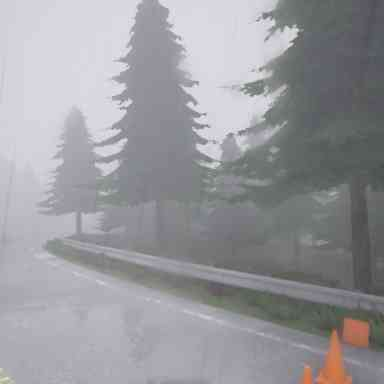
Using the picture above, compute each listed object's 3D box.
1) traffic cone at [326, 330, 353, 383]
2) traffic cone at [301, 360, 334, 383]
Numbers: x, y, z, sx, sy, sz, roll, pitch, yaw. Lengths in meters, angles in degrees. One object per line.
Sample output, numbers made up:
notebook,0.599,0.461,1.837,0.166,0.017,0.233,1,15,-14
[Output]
traffic cone,1.687,1.941,3.941,0.340,0.580,0.340,1,1,37
traffic cone,1.088,1.941,3.144,0.340,0.580,0.340,1,1,37
